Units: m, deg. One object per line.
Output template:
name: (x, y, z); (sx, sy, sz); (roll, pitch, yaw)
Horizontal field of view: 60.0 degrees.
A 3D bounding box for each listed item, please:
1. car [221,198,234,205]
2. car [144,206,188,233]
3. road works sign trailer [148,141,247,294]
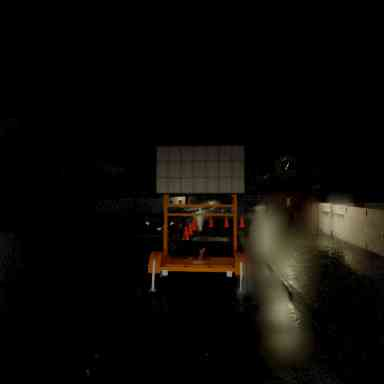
car: (6.050, 1.718, 56.273); (1.895, 1.301, 4.718); (0, 0, 11)
car: (-1.406, 1.574, 20.284); (2.033, 1.411, 5.357); (0, 0, 7)
road works sign trailer: (0.228, 0.470, 8.849); (2.380, 3.560, 2.880); (0, 0, 5)
